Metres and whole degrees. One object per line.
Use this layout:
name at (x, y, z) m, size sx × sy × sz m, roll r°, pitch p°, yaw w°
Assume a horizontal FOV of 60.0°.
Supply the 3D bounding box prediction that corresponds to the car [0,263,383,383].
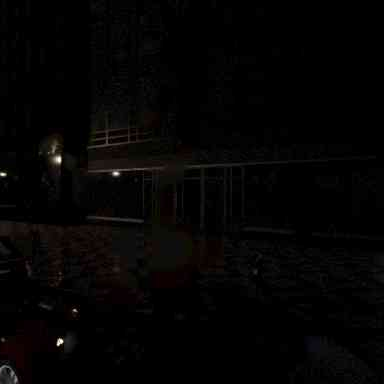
car at (-0.176, 1.582, 3.081) m, size 4.206 × 1.307 × 1.802 m, roll 0°, pitch 0°, yaw 35°

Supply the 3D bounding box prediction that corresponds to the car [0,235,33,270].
car at (-4.770, 1.440, 6.346) m, size 4.097 × 1.590 × 1.967 m, roll 0°, pitch 0°, yaw 35°
